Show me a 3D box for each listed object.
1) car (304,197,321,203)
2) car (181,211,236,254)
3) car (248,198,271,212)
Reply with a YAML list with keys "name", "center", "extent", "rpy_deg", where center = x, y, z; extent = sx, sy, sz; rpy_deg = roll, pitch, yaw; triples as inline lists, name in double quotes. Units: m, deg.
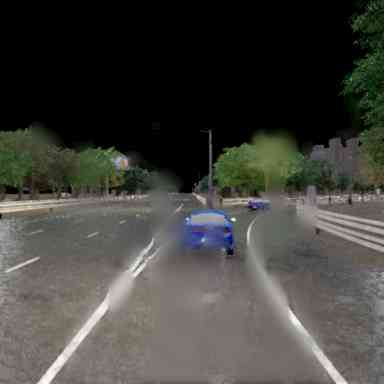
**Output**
- name: "car"
  center: [21.553, 1.500, 59.755]
  extent: [1.812, 1.442, 4.674]
  rpy_deg: [0, 0, 41]
- name: "car"
  center: [0.748, 1.499, 13.560]
  extent: [1.882, 1.535, 5.008]
  rpy_deg: [0, 0, 7]
- name: "car"
  center: [8.008, 1.501, 39.094]
  extent: [1.882, 1.535, 5.008]
  rpy_deg: [0, 0, 25]
